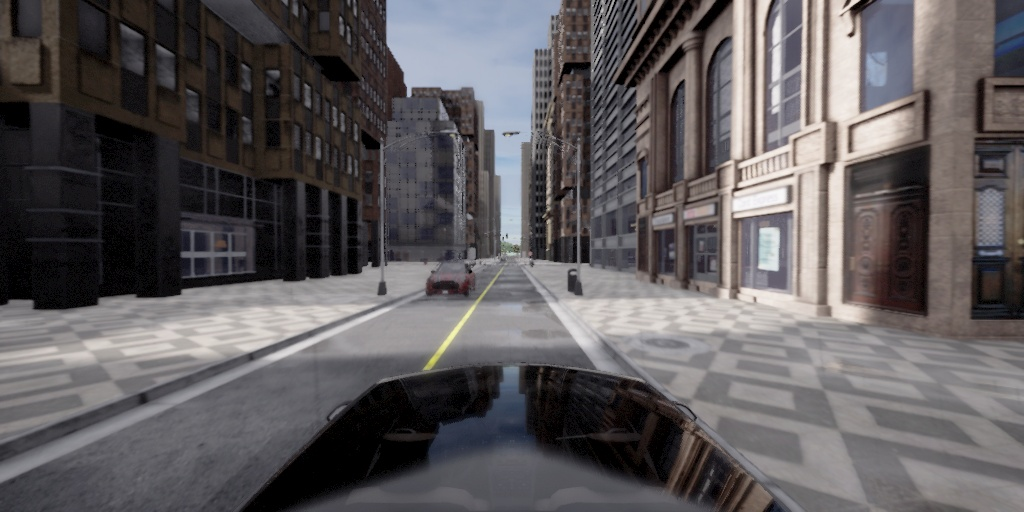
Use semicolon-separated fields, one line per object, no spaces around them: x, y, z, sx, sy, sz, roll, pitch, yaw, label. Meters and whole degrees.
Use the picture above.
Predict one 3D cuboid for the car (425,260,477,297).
-3.090;1.095;18.890;2.097;1.767;4.553;0;0;0;car
